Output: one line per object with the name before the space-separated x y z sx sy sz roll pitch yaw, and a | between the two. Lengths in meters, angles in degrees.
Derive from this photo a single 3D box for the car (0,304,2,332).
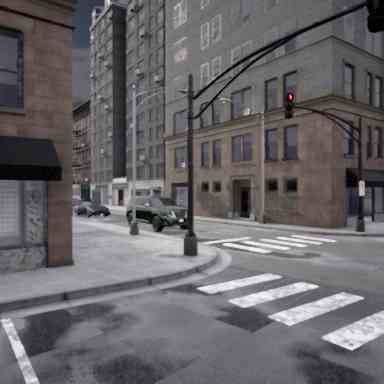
car | -4.453 1.551 3.347 4.403 1.369 2.008 0 0 -36

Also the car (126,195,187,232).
car | -2.207 1.236 20.735 2.150 2.045 5.566 0 0 -36

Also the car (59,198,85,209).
car | -16.885 1.531 46.612 2.033 1.411 5.357 0 0 -35

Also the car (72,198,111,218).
car | -9.219 1.552 30.516 2.033 1.411 5.357 0 0 -36
